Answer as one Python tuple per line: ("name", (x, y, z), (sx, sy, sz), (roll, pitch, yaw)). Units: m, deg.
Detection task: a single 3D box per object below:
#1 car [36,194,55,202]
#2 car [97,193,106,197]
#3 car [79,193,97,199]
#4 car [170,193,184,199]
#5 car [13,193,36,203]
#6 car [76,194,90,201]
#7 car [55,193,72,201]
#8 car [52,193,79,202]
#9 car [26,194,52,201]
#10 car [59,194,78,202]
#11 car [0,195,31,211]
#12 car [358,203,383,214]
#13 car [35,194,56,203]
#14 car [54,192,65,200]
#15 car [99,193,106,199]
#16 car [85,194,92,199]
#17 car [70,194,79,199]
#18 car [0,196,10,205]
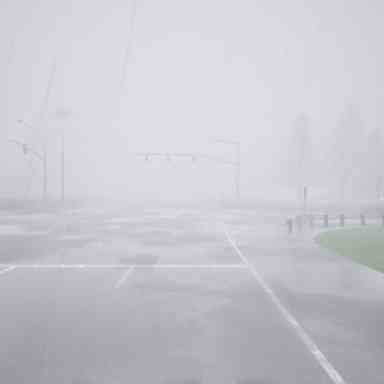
("car", (-31.701, 1.230, 72.196), (2.128, 1.511, 4.902), (0, 0, -3))
("car", (-21.391, 1.216, 75.125), (1.812, 1.442, 4.674), (0, 0, -3))
("car", (-21.123, 1.083, 66.407), (2.097, 1.767, 4.553), (0, 0, 0))
("car", (-3.938, 0.959, 95.174), (2.097, 1.767, 4.553), (0, 0, -18))
("car", (-31.613, 1.101, 62.936), (2.097, 1.767, 4.553), (0, 0, 0))
("car", (-25.067, 1.224, 76.937), (2.033, 1.411, 5.357), (0, 0, -7))
("car", (-28.261, 1.056, 73.208), (2.097, 1.767, 4.553), (0, 0, -3))
("car", (-21.179, 1.255, 55.847), (1.882, 1.535, 5.008), (0, 0, 0))
("car", (-24.678, 1.260, 54.544), (1.882, 1.535, 5.008), (0, 0, 0))
("car", (-24.621, 1.208, 66.557), (1.882, 1.535, 5.008), (0, 0, 0))
("car", (-21.168, 1.401, 38.394), (2.033, 1.411, 5.357), (0, 0, 0))
("car", (17.359, 1.386, 29.326), (4.902, 1.511, 2.128), (0, 0, 8))
("car", (-28.115, 1.241, 64.047), (1.837, 1.490, 4.892), (0, 0, 0))
("car", (-33.834, 0.989, 85.256), (2.097, 1.767, 4.553), (0, 0, -14))
("car", (-23.527, 1.138, 87.413), (1.837, 1.490, 4.892), (0, 0, -14))
("car", (-28.383, 1.214, 91.238), (1.895, 1.301, 4.718), (0, 0, -18))
("car", (-30.530, 1.195, 86.447), (1.994, 1.385, 4.181), (0, 0, -14))
("car", (-31.665, 1.387, 53.848), (1.895, 1.301, 4.718), (0, 0, 0))
